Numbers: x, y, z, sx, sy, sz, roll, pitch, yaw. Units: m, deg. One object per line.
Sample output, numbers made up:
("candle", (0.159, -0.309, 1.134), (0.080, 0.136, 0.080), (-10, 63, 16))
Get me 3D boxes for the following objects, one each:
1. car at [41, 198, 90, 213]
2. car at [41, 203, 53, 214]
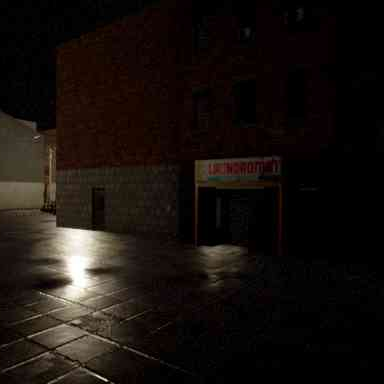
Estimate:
("car", (-14.487, 1.522, 38.351), (2.128, 1.511, 4.902), (0, 0, 36))
("car", (-13.108, 1.595, 35.216), (2.033, 1.411, 5.357), (0, 0, 36))
